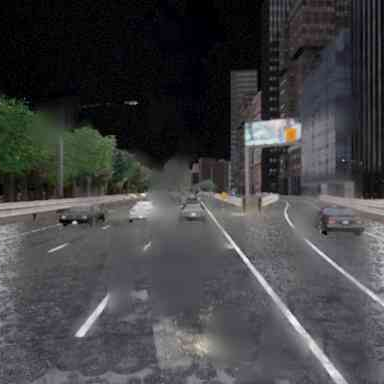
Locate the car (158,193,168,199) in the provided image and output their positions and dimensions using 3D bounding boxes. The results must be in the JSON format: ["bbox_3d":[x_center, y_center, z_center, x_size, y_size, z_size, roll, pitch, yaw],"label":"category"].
[{"bbox_3d":[-7.011,0.887,80.698,1.994,1.385,4.181,0,0,0],"label":"car"}]

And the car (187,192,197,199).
[{"bbox_3d":[-0.009,1.113,70.661,1.994,1.385,4.181,0,0,0],"label":"car"}]

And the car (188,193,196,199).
[{"bbox_3d":[-0.011,0.887,80.698,1.994,1.385,4.181,0,0,0],"label":"car"}]

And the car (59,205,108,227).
[{"bbox_3d":[-6.910,1.503,21.798,1.895,1.301,4.718,0,0,0],"label":"car"}]

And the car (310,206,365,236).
[{"bbox_3d":[7.623,1.453,17.896,2.033,1.411,5.357,0,0,11],"label":"car"}]

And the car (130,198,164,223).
[{"bbox_3d":[-3.404,1.413,24.533,1.812,1.442,4.674,0,0,0],"label":"car"}]

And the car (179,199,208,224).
[{"bbox_3d":[0.097,1.454,24.050,1.994,1.385,4.181,0,0,0],"label":"car"}]

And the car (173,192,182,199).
[{"bbox_3d":[-3.511,0.860,80.698,2.128,1.511,4.902,0,0,0],"label":"car"}]

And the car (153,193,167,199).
[{"bbox_3d":[-7.010,0.915,70.629,2.097,1.767,4.553,0,0,0],"label":"car"}]

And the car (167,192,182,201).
[{"bbox_3d":[-3.510,0.916,70.663,2.097,1.767,4.553,0,0,0],"label":"car"}]

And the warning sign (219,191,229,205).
[{"bbox_3d":[4.532,0.858,46.898,1.300,1.860,1.060,-1,0,0],"label":"warning sign"}]
